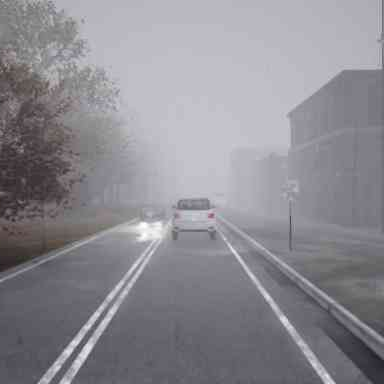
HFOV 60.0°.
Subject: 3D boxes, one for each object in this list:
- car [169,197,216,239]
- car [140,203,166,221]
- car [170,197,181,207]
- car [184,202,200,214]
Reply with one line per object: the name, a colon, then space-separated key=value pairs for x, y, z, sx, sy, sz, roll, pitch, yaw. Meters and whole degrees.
car: x=0.083 y=1.300 z=18.067 sx=2.150 sy=2.045 sz=5.566 roll=0 pitch=0 yaw=0
car: x=-3.390 y=1.693 z=29.250 sx=2.128 sy=1.511 sz=4.902 roll=0 pitch=-1 yaw=0
car: x=-3.495 y=2.084 z=70.206 sx=2.150 sy=2.045 sz=5.566 roll=0 pitch=-1 yaw=0
car: x=0.009 y=2.012 z=42.525 sx=1.895 sy=1.301 sz=4.718 roll=0 pitch=-1 yaw=0
